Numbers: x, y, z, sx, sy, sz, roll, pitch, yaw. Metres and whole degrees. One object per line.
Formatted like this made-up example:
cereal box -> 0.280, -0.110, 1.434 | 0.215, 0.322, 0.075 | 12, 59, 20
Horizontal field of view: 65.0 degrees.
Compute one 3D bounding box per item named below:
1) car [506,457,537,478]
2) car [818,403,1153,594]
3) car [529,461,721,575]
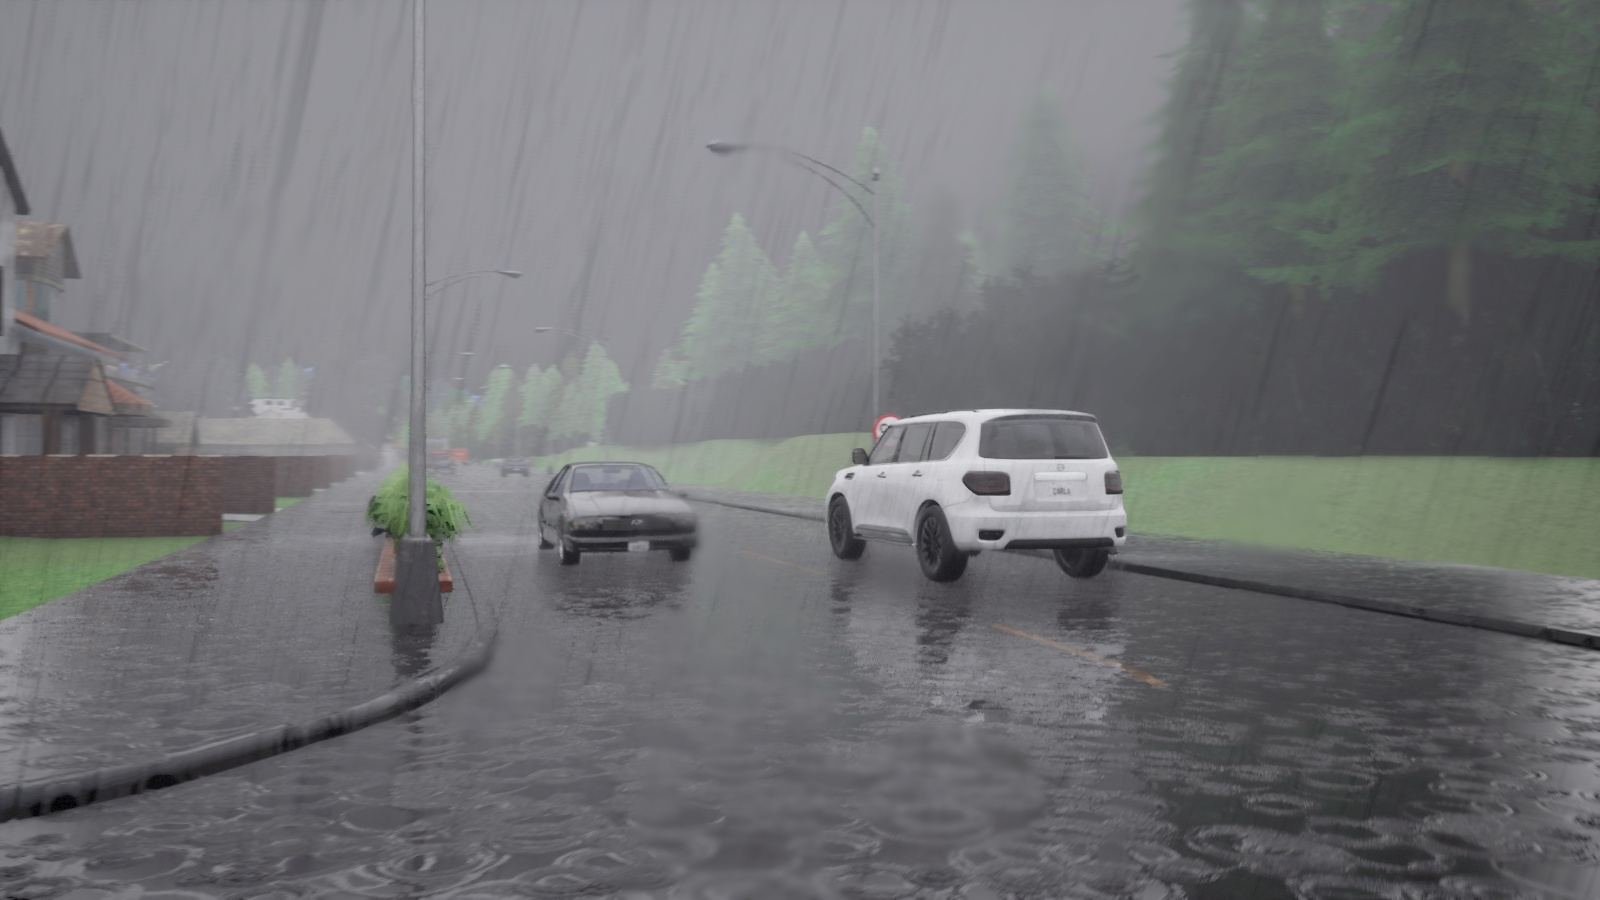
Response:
car -> -19.717, 1.236, 88.807 | 1.816, 1.474, 4.193 | 0, 0, -17
car -> 2.118, 0.531, 16.453 | 2.150, 2.045, 5.566 | 0, 0, -17
car -> -2.782, 0.888, 18.728 | 2.033, 1.411, 5.357 | 0, 0, -17
